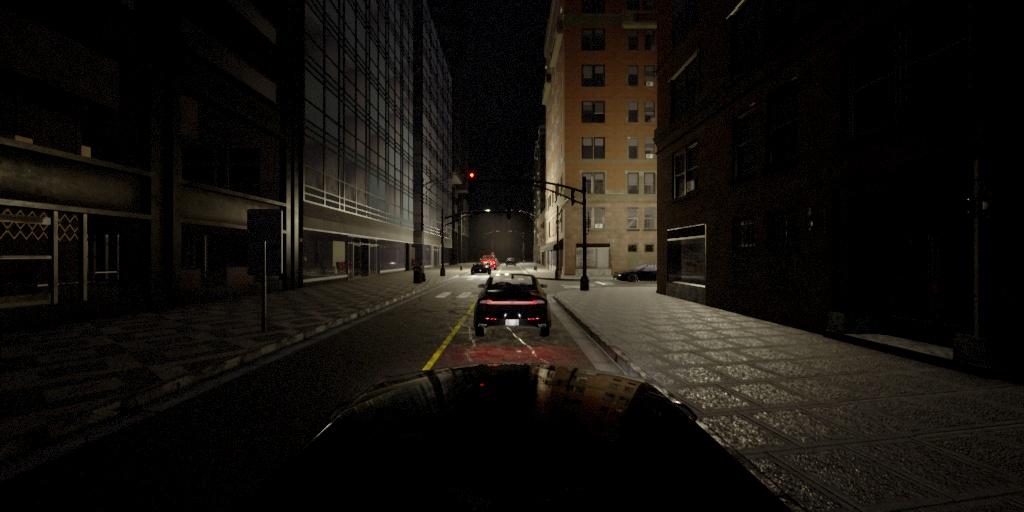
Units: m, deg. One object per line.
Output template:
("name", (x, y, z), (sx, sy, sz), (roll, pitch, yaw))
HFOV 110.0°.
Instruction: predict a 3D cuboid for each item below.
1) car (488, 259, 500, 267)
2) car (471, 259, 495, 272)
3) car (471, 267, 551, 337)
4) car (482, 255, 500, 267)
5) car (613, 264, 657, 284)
("car", (-3.252, 1.229, 64.819), (1.812, 1.442, 4.674), (0, 0, 1))
("car", (-3.211, 1.290, 38.158), (1.994, 1.385, 4.181), (0, 0, 0))
("car", (0.016, 1.240, 10.286), (2.128, 1.511, 4.902), (0, 0, 0))
("car", (-3.234, 0.939, 49.993), (2.150, 2.045, 5.566), (0, 0, 0))
("car", (10.203, 1.256, 26.146), (5.357, 1.411, 2.033), (0, 0, 1))
